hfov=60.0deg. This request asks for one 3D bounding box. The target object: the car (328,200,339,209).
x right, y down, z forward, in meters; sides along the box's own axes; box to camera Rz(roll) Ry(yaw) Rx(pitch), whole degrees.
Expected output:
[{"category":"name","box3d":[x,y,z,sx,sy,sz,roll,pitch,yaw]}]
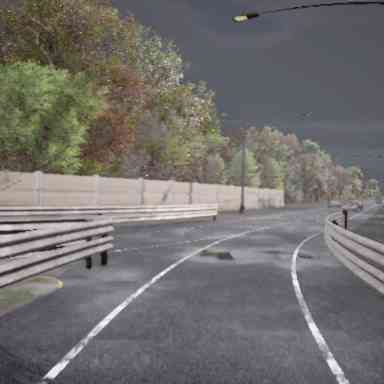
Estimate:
[{"category":"car","box3d":[26.060,2.286,60.754,1.812,1.442,4.674,1,0,31]}]

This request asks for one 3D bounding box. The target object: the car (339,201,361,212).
[{"category":"car","box3d":[24.118,2.317,50.745,1.895,1.301,4.718,2,0,31]}]

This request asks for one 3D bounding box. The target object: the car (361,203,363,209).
[{"category":"car","box3d":[29.219,2.344,59.197,1.837,1.490,4.892,2,0,31]}]
